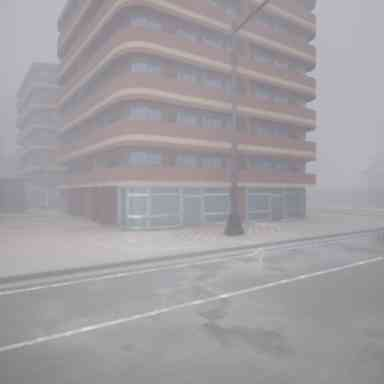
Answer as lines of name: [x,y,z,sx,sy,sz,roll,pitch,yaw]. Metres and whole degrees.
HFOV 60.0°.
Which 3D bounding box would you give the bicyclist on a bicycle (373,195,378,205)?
bicyclist on a bicycle: [29.207,1.271,52.925,1.656,1.620,0.582,0,0,-35]
